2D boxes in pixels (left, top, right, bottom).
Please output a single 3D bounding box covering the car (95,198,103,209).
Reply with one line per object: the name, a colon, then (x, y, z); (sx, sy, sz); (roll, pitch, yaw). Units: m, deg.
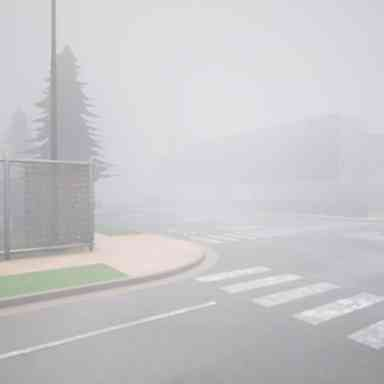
car: (-13.255, 1.466, 43.665); (2.128, 1.511, 4.902); (0, 0, -34)
